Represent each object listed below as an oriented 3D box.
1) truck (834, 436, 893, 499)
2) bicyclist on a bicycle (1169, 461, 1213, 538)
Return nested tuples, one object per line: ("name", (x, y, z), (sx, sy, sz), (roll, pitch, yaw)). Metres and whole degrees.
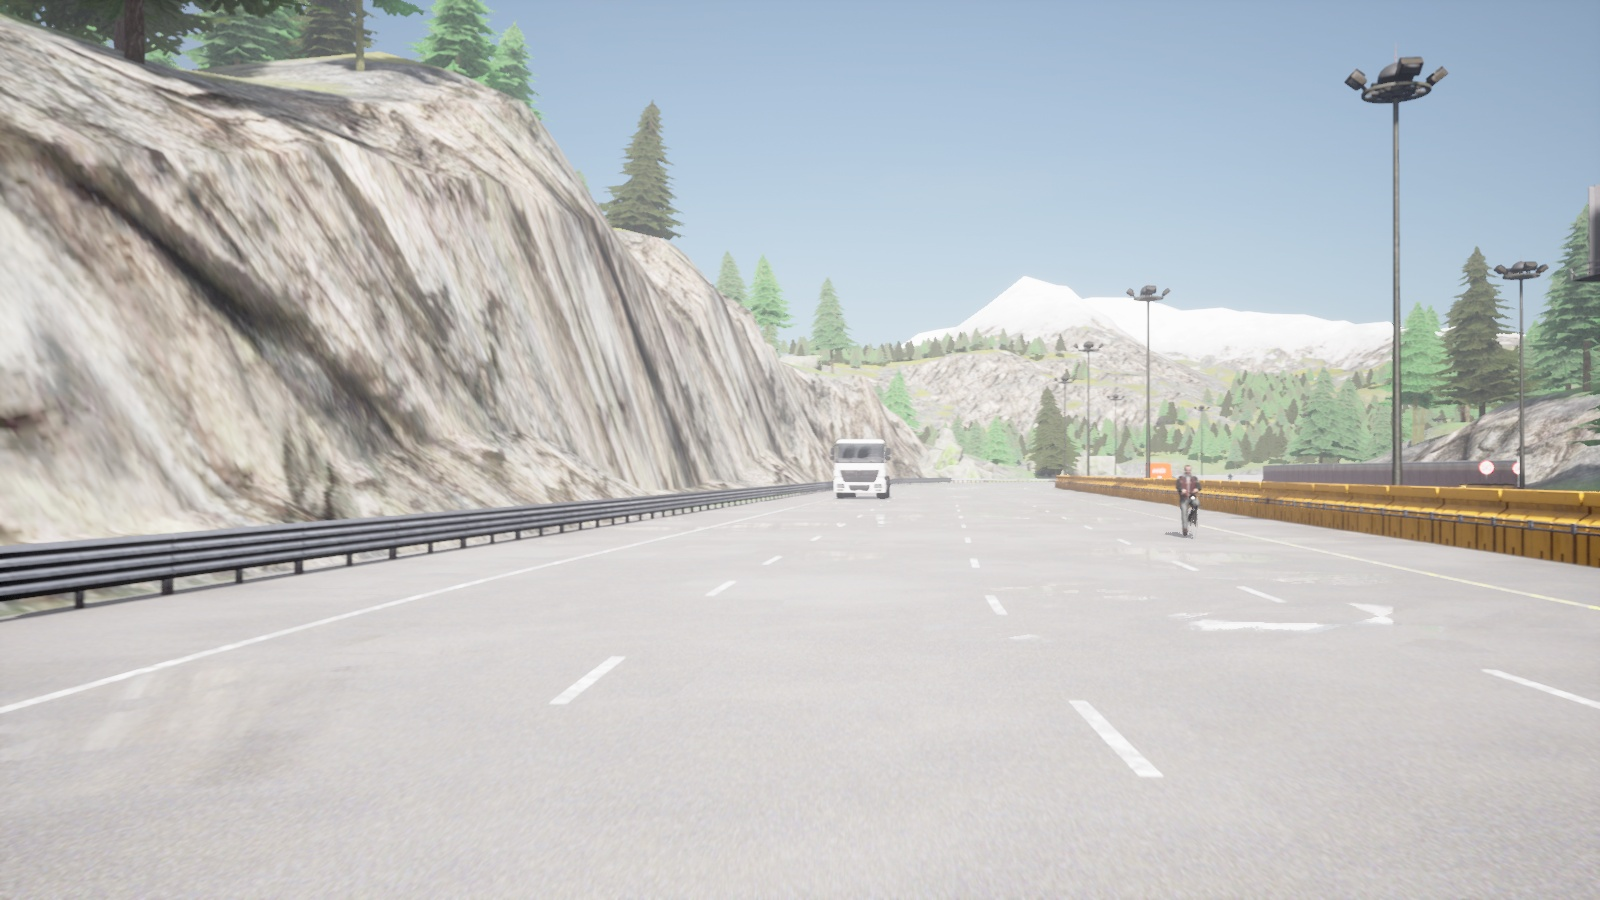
("truck", (3.756, 1.041, 72.989), (2.891, 3.462, 7.936), (0, -1, 7))
("bicyclist on a bicycle", (9.268, 1.150, 29.792), (0.659, 1.776, 1.843), (0, -1, 7))
